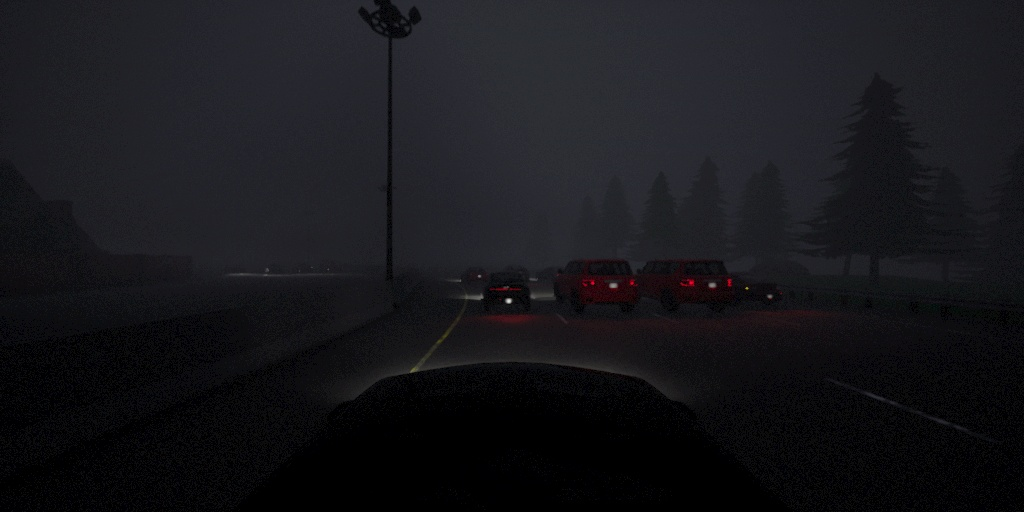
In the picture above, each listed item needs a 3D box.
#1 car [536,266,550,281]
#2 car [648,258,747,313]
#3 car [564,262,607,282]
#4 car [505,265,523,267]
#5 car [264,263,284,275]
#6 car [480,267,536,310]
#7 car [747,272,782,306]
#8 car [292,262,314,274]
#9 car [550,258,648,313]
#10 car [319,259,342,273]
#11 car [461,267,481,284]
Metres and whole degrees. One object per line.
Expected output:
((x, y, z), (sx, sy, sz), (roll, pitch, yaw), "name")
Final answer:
((3.785, 1.628, 32.234), (2.033, 1.411, 5.357), (0, -1, -16), "car")
((6.752, 1.120, 15.120), (2.150, 2.045, 5.566), (0, 0, -5), "car")
((6.882, 1.451, 34.012), (2.097, 1.767, 4.553), (0, -1, -17), "car")
((0.102, 1.574, 32.280), (2.128, 1.511, 4.902), (0, -1, -17), "car")
((-32.696, 1.770, 49.308), (1.837, 1.490, 4.892), (1, -1, -41), "car")
((-0.336, 1.408, 15.635), (1.837, 1.490, 4.892), (0, 0, -5), "car")
((10.103, 1.437, 16.653), (1.812, 1.442, 4.674), (0, 0, -6), "car")
((-30.105, 1.642, 51.654), (2.097, 1.767, 4.553), (0, -1, -41), "car")
((3.258, 1.118, 14.908), (2.150, 2.045, 5.566), (0, 0, -5), "car")
((-27.256, 1.534, 53.758), (2.150, 2.045, 5.566), (1, -1, -41), "car")
((-3.237, 1.634, 31.231), (1.994, 1.385, 4.181), (0, -1, -17), "car")
